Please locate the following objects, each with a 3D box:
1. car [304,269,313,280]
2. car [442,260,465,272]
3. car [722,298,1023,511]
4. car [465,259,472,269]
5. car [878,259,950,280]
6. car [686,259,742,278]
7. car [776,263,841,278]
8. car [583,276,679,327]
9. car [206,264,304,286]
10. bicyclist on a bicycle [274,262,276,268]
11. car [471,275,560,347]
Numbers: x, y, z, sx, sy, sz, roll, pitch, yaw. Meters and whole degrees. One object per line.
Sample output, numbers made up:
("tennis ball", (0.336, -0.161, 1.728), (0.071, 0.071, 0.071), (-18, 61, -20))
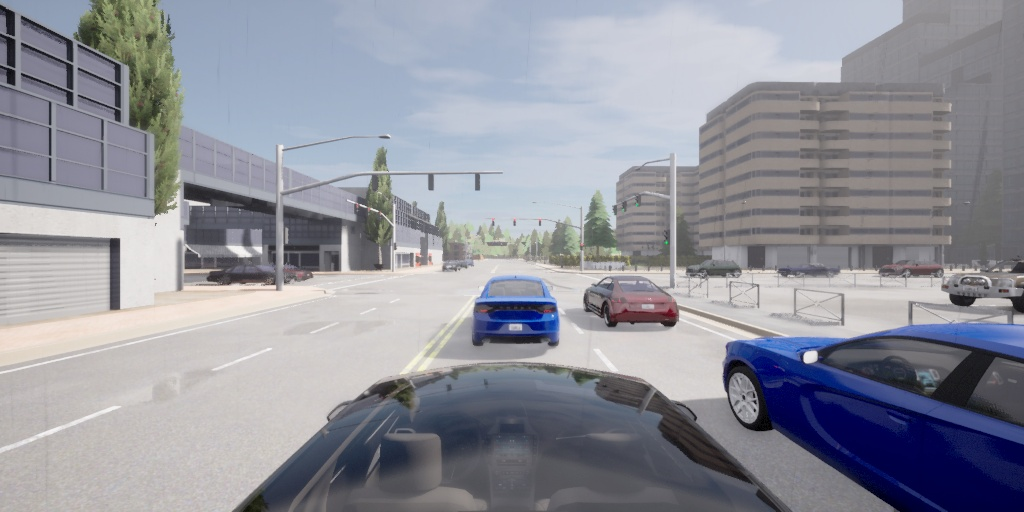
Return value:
("car", (-18.064, 1.314, 28.247), (4.181, 1.385, 1.994), (0, 0, -1))
("car", (-7.851, 1.241, 46.801), (2.128, 1.511, 4.902), (0, 0, 0))
("car", (3.603, 1.228, 2.557), (1.882, 1.535, 5.008), (0, 0, 0))
("car", (-7.991, 1.314, 56.761), (1.994, 1.385, 4.181), (0, 0, -1))
("car", (37.467, 1.102, 33.749), (4.553, 1.767, 2.097), (0, 0, -1))
("car", (18.684, 1.102, 33.376), (4.553, 1.767, 2.097), (0, 0, -1))
("car", (27.671, 1.351, 33.562), (4.718, 1.301, 1.895), (0, 0, -1))
("car", (3.602, 1.314, 11.541), (1.994, 1.385, 4.181), (0, 0, 0))
("car", (-17.815, 1.298, 24.749), (5.357, 1.411, 2.033), (0, 0, -1))
("bicyclist on a bicycle", (-25.843, 1.053, 39.622), (0.582, 1.620, 1.656), (0, 0, -1))
("car", (0.093, 1.228, 9.408), (1.882, 1.535, 5.008), (0, 0, 0))
